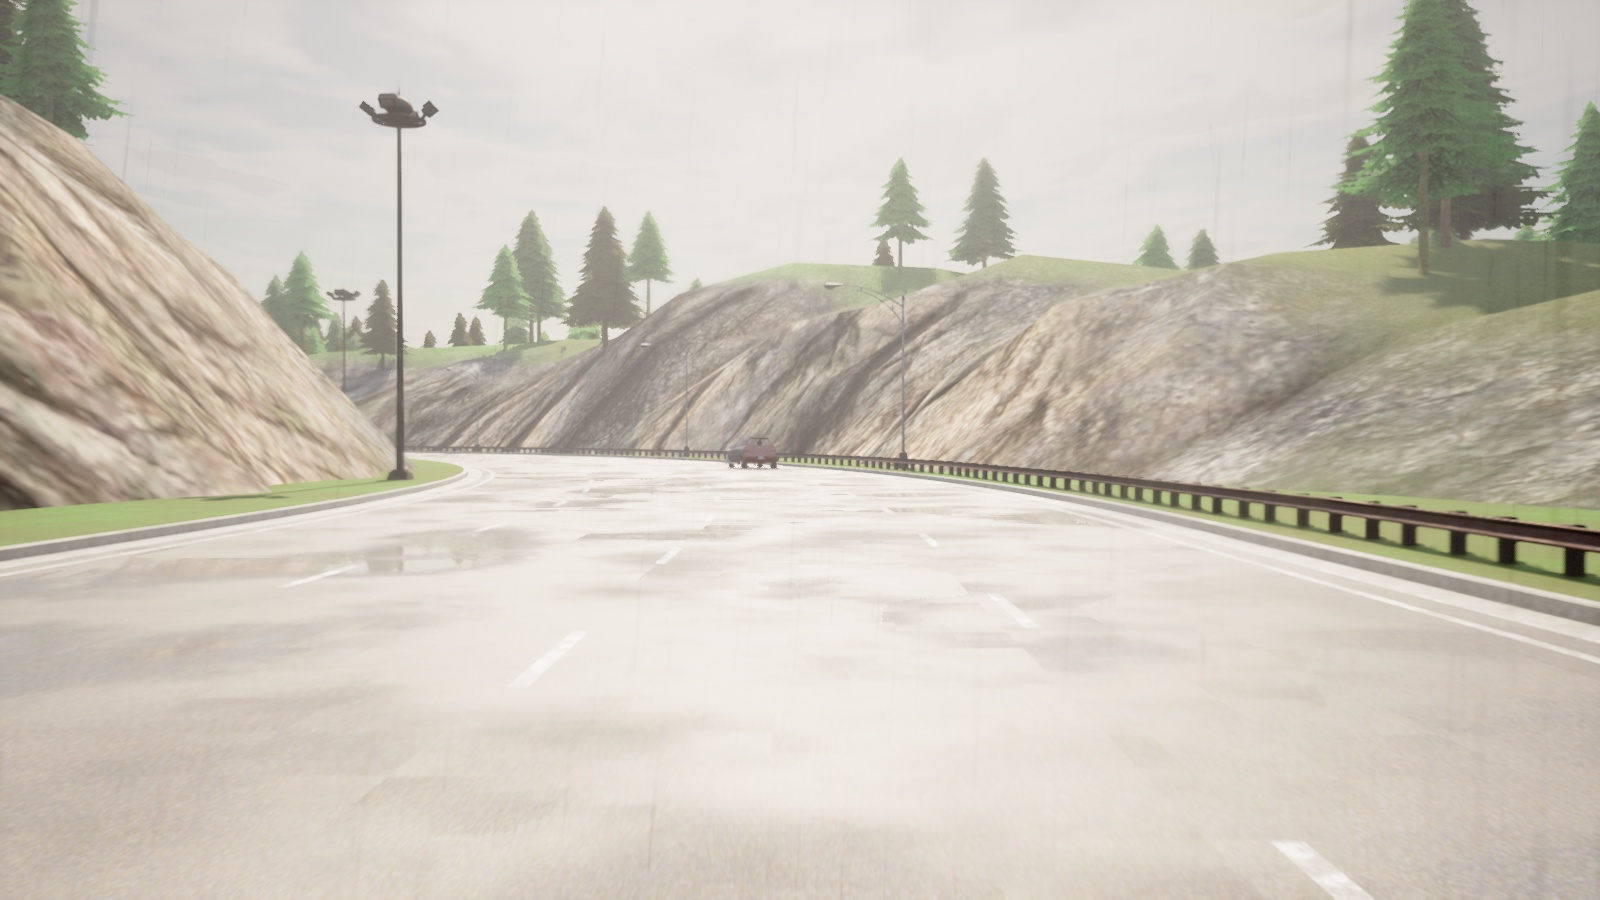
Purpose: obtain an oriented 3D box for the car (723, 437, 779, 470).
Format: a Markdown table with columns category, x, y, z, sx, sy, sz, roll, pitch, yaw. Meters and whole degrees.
| category | x | y | z | sx | sy | sz | roll | pitch | yaw |
| --- | --- | --- | --- | --- | --- | --- | --- | --- | --- |
| car | -2.390 | 0.137 | 60.189 | 1.845 | 1.501 | 3.633 | 0 | 1 | -17 |
